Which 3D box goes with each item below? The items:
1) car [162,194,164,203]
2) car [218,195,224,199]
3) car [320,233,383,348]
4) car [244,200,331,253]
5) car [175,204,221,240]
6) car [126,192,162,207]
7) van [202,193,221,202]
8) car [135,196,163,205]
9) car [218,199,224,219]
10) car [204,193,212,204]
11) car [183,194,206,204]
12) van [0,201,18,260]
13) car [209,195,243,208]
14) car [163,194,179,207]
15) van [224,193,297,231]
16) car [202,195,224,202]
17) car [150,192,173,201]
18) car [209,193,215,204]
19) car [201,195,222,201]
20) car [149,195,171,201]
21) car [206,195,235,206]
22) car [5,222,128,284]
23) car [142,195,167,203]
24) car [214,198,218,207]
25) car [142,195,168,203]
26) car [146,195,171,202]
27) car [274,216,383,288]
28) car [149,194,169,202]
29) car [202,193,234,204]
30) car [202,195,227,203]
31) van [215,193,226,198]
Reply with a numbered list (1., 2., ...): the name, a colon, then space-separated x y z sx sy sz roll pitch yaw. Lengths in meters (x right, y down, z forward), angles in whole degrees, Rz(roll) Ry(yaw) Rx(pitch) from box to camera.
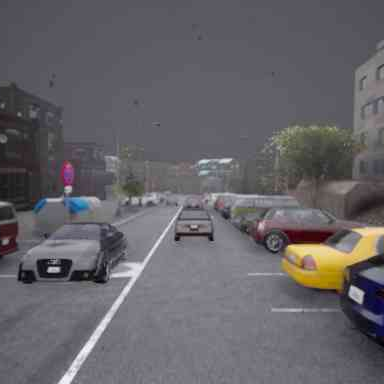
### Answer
1. car: -7.663 1.488 56.255 4.674 1.452 2.002 0 0 0
2. car: 4.688 1.339 27.102 4.553 1.767 2.185 0 0 0
3. car: 4.680 1.507 4.753 4.792 1.488 2.163 0 0 0
4. car: 4.622 1.347 13.135 4.553 1.767 2.185 0 0 0
5. car: 0.105 1.538 16.800 2.033 1.411 5.357 0 0 0
6. car: -7.635 1.324 53.316 4.553 1.767 2.185 0 0 0
7. van: 4.553 1.204 77.384 4.442 1.987 1.878 0 1 0
8. car: -7.662 1.486 59.318 4.674 1.452 2.002 0 0 0
9. car: 4.651 1.466 24.433 5.008 1.535 2.097 0 0 0
10. car: 4.688 1.205 41.071 5.566 2.045 2.435 0 0 0
11. car: 0.109 1.332 35.249 2.097 1.767 4.553 0 0 0
12. van: -7.794 1.248 10.063 4.442 1.987 1.878 0 0 0
13. car: 4.694 1.328 46.656 4.553 1.767 2.185 0 0 0
14. car: -3.060 1.475 51.775 1.837 1.490 4.892 0 0 0
15. van: 4.539 1.242 21.514 4.442 1.987 1.878 0 0 0
16. car: 4.675 1.438 74.591 4.892 1.521 2.231 0 0 0
17. car: -7.631 1.106 82.723 5.566 2.045 2.435 0 1 0
18. car: 4.629 1.332 38.276 4.553 1.767 2.185 0 0 0
19. car: 4.664 1.402 80.193 4.892 1.521 2.231 0 1 0
20. car: -7.665 1.407 79.782 5.008 1.535 2.097 0 1 0
21. car: 4.696 1.323 55.163 4.553 1.767 2.185 0 0 0
22. car: -3.097 1.559 9.460 1.994 1.385 4.181 0 0 0
23. car: -7.669 1.442 68.007 4.892 1.521 2.231 0 0 0
24. car: 4.655 1.503 29.895 4.674 1.452 2.002 0 0 0
25. car: -7.847 1.436 71.071 5.366 1.575 1.946 0 0 0
26. car: -7.476 1.434 74.010 5.366 1.575 1.946 0 0 0
27. car: 4.838 1.473 7.546 5.366 1.575 1.946 0 0 0
28. car: -7.630 1.306 76.952 4.553 1.767 2.185 0 0 0
29. car: 4.637 1.194 60.625 5.566 2.045 2.435 0 0 0
30. car: 4.661 1.441 69.131 4.892 1.521 2.231 0 0 0
31. van: 4.775 1.235 32.688 4.442 1.987 1.878 0 0 0
